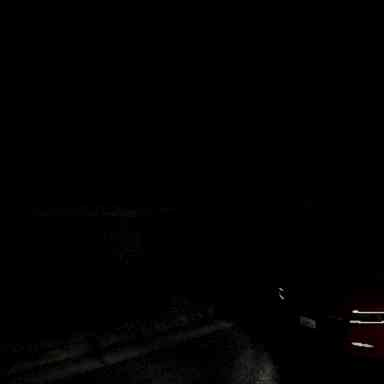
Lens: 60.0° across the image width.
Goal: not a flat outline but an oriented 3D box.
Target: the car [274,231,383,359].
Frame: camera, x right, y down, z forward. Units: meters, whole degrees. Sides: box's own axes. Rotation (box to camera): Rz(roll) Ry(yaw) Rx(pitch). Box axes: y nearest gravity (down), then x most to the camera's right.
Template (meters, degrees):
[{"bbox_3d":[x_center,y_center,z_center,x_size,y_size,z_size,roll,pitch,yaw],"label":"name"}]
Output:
[{"bbox_3d":[3.589,1.479,5.914,5.008,1.535,1.882,0,0,-35],"label":"car"}]
